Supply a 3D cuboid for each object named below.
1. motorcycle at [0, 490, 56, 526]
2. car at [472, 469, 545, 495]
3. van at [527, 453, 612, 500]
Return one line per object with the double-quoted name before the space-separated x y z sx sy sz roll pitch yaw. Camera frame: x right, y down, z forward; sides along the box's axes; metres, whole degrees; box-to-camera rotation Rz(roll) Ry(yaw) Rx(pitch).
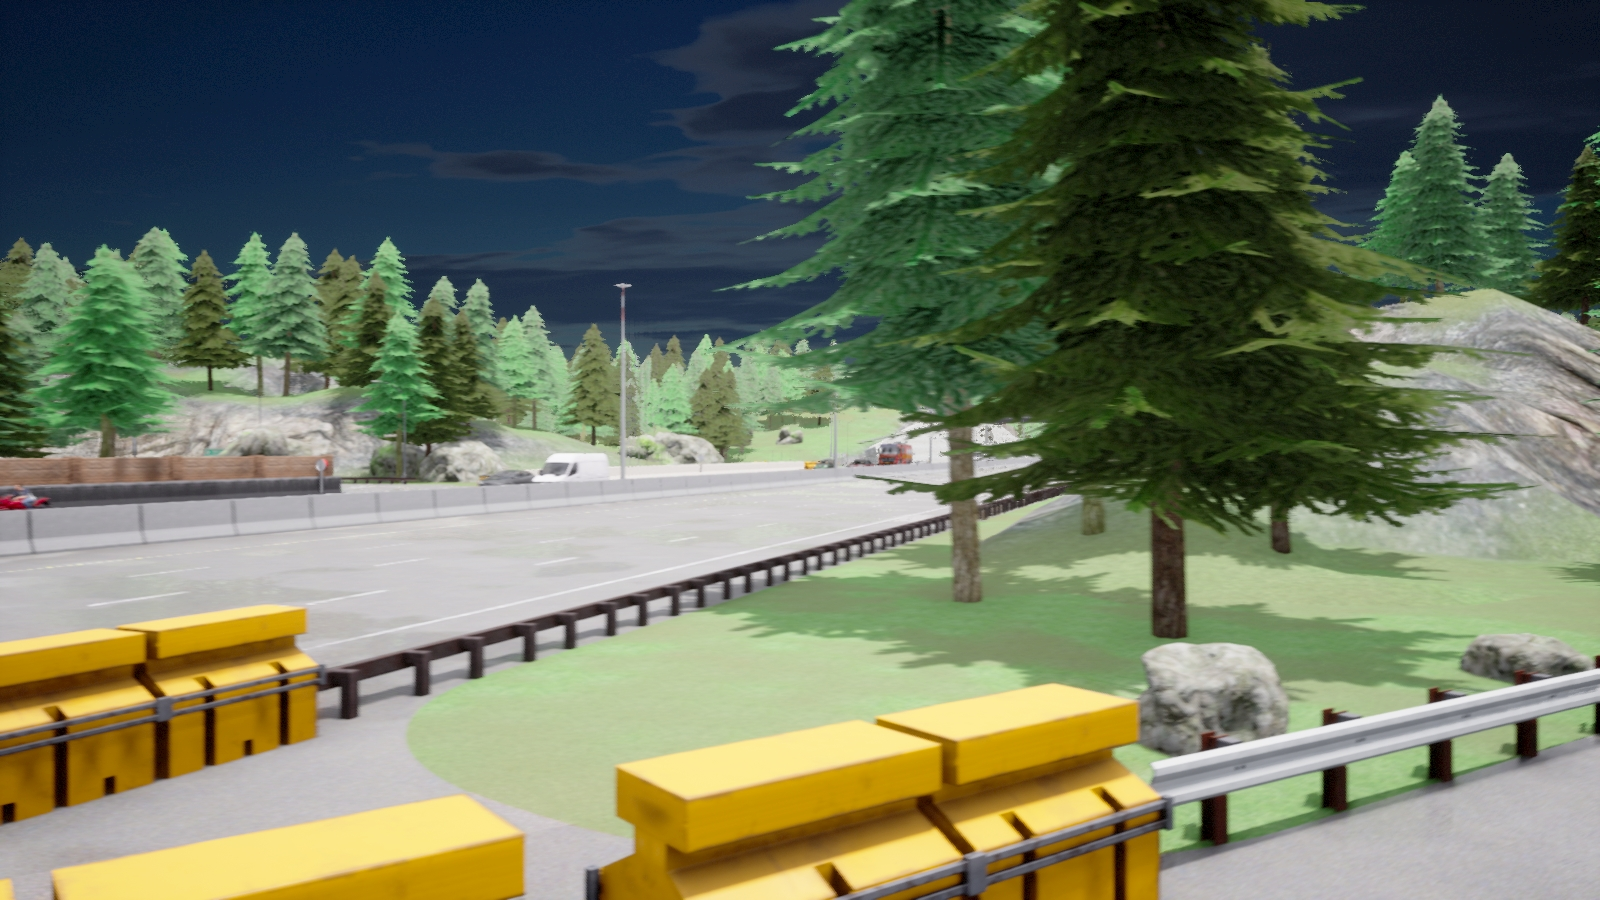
"motorcycle" -28.941 2.144 42.496 0.803 1.217 2.033 0 1 20
"car" -18.366 2.000 72.186 2.163 1.488 4.792 0 0 20
"van" -13.186 1.476 65.766 1.988 2.561 5.915 0 0 20
